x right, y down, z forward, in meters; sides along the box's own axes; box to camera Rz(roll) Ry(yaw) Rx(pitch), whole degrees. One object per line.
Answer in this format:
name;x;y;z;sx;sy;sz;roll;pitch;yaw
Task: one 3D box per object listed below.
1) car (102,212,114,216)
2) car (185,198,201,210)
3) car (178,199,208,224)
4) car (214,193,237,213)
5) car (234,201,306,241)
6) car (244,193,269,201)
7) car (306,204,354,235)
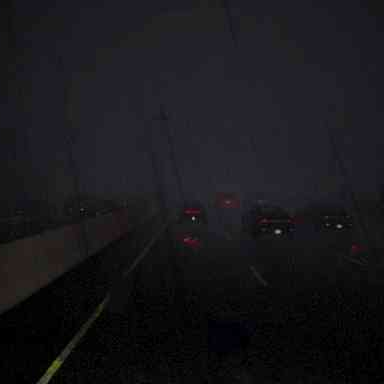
car;-7.100;1.403;27.398;2.128;1.511;4.902;0;0;0
car;0.097;1.467;41.043;1.895;1.301;4.718;0;0;0
car;0.098;1.429;23.780;1.837;1.490;4.892;0;1;0
car;3.597;1.105;35.731;2.150;2.045;5.566;0;0;0
car;3.598;1.438;16.331;2.128;1.511;4.902;0;0;0
car;7.097;1.100;37.067;2.150;2.045;5.566;0;0;0
car;7.099;1.431;18.435;2.128;1.511;4.902;0;0;0
